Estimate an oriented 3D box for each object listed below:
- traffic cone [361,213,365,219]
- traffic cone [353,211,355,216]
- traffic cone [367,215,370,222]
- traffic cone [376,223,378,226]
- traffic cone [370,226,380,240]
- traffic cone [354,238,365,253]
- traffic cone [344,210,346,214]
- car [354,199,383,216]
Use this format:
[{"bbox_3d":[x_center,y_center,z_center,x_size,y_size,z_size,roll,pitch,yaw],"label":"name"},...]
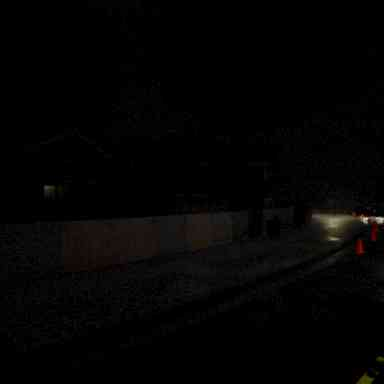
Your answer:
[{"bbox_3d":[17.914,2.495,34.947,0.340,0.580,0.340,0,-1,19],"label":"traffic cone"},{"bbox_3d":[19.309,2.560,39.586,0.340,0.580,0.340,0,-1,15],"label":"traffic cone"},{"bbox_3d":[16.234,2.429,30.402,0.340,0.580,0.340,0,-1,22],"label":"traffic cone"},{"bbox_3d":[12.048,2.298,21.667,0.340,0.580,0.340,0,-1,29],"label":"traffic cone"},{"bbox_3d":[9.558,2.233,17.510,0.340,0.580,0.340,0,-1,33],"label":"traffic cone"},{"bbox_3d":[6.815,2.169,13.515,0.340,0.580,0.340,0,-1,36],"label":"traffic cone"},{"bbox_3d":[20.415,2.624,44.305,0.340,0.580,0.340,0,-1,11],"label":"traffic cone"},{"bbox_3d":[21.592,1.853,40.943,2.150,2.045,5.566,0,-1,13],"label":"car"}]
